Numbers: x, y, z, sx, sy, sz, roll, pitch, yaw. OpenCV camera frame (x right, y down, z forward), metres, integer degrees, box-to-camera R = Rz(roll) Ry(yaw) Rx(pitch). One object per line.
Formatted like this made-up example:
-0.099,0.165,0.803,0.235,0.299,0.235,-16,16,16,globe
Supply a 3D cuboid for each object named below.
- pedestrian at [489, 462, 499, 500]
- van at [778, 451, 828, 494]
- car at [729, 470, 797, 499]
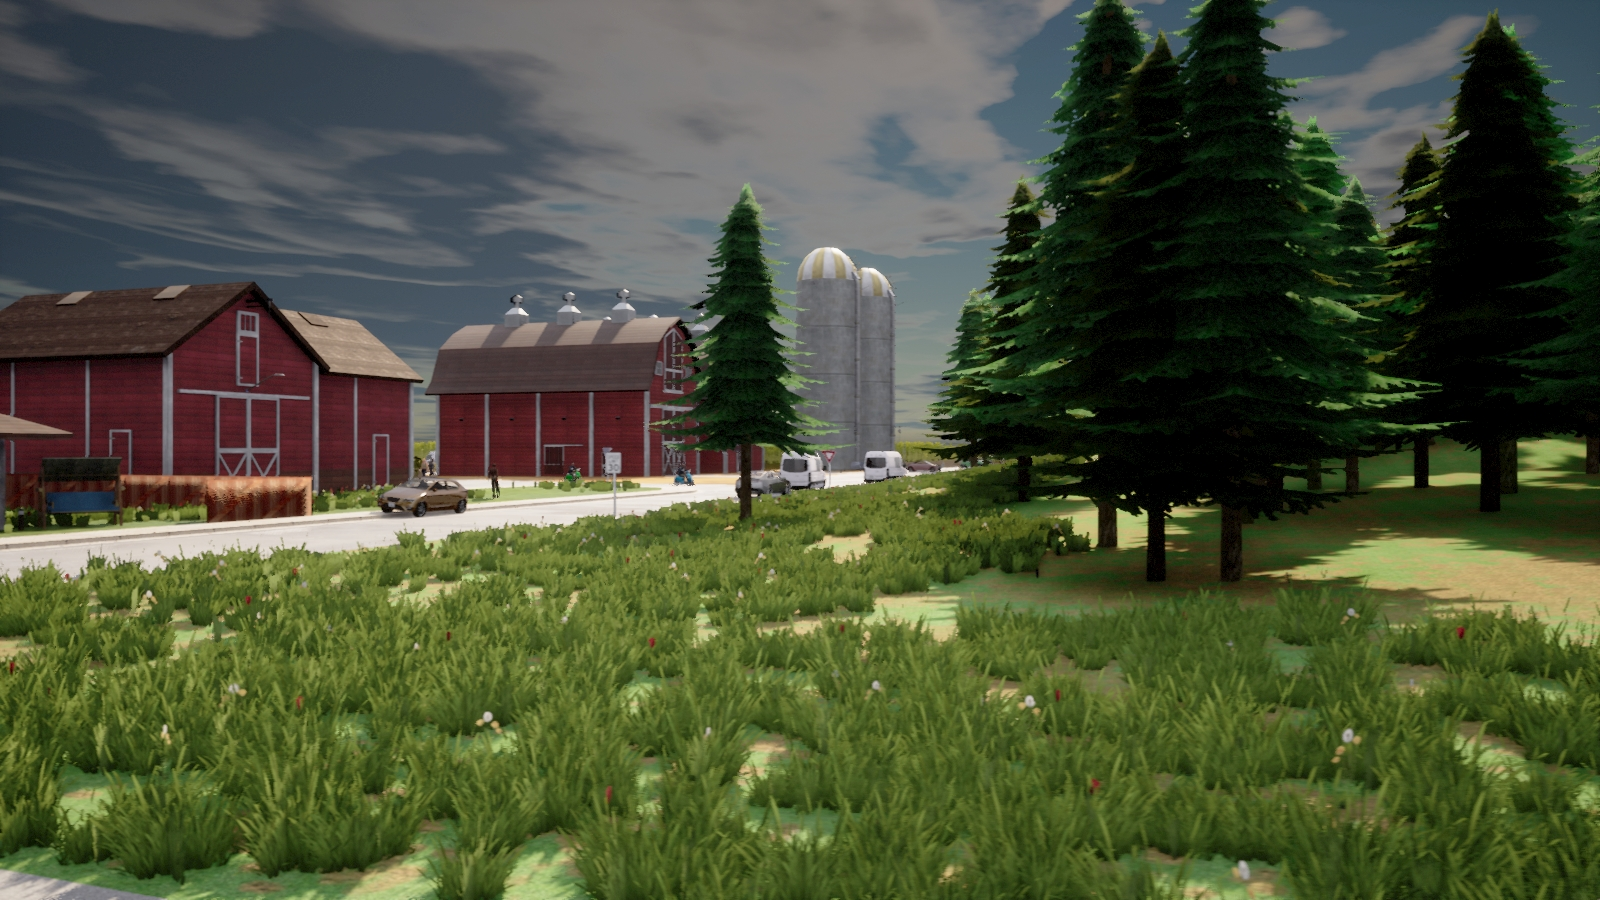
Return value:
-15.209,1.525,56.806,0.375,1.860,0.375,0,0,6,pedestrian
0.255,1.354,71.799,1.988,2.561,5.915,1,0,11,van
-2.028,1.892,63.833,2.128,1.511,4.902,0,0,20,car
